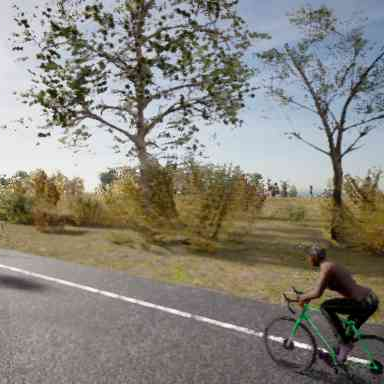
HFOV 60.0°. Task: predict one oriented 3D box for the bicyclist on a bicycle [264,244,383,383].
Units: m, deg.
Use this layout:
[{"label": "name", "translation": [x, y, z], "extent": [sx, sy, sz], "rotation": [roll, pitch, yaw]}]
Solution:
[{"label": "bicyclist on a bicycle", "translation": [1.613, 1.453, 3.906], "extent": [1.656, 1.620, 0.582], "rotation": [0, 0, 35]}]
